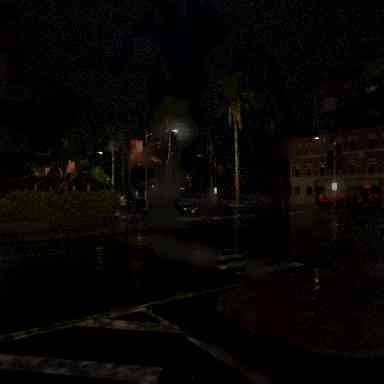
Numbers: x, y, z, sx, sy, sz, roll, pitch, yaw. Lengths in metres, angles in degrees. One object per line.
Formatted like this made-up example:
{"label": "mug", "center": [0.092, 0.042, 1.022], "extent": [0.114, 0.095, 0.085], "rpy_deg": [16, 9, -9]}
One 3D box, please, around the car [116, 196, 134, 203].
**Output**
{"label": "car", "center": [-13.876, 1.522, 68.680], "extent": [1.812, 1.442, 4.674], "rpy_deg": [0, 0, -39]}

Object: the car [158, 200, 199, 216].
{"label": "car", "center": [-1.184, 1.526, 32.486], "extent": [1.812, 1.442, 4.674], "rpy_deg": [0, 0, -34]}

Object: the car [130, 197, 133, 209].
{"label": "car", "center": [-9.661, 1.352, 44.601], "extent": [2.097, 1.767, 4.553], "rpy_deg": [0, 0, -35]}

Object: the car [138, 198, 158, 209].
{"label": "car", "center": [-5.763, 1.525, 45.139], "extent": [1.812, 1.442, 4.674], "rpy_deg": [0, 0, -35]}
